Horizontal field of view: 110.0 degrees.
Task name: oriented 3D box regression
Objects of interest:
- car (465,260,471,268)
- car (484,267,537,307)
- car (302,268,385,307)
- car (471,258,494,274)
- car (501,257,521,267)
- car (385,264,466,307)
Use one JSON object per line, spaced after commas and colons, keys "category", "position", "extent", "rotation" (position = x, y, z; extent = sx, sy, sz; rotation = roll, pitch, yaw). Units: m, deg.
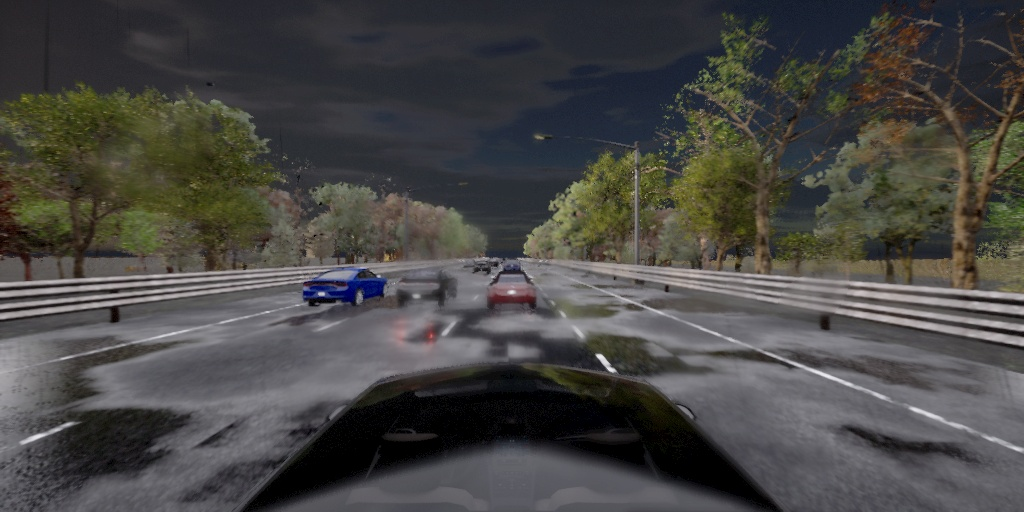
{"category": "car", "position": [-6.984, 1.379, 61.304], "extent": [2.033, 1.411, 5.357], "rotation": [0, 0, 0]}
{"category": "car", "position": [0.003, 1.330, 15.492], "extent": [1.994, 1.385, 4.181], "rotation": [0, 0, 0]}
{"category": "car", "position": [-6.994, 1.244, 15.643], "extent": [1.882, 1.535, 5.008], "rotation": [0, 0, 0]}
{"category": "car", "position": [-3.490, 1.311, 43.248], "extent": [1.837, 1.490, 4.892], "rotation": [0, 0, 0]}
{"category": "car", "position": [0.013, 1.158, 45.145], "extent": [2.097, 1.767, 4.553], "rotation": [0, 0, 0]}
{"category": "car", "position": [-3.497, 1.258, 15.568], "extent": [2.128, 1.511, 4.902], "rotation": [0, 0, 0]}
